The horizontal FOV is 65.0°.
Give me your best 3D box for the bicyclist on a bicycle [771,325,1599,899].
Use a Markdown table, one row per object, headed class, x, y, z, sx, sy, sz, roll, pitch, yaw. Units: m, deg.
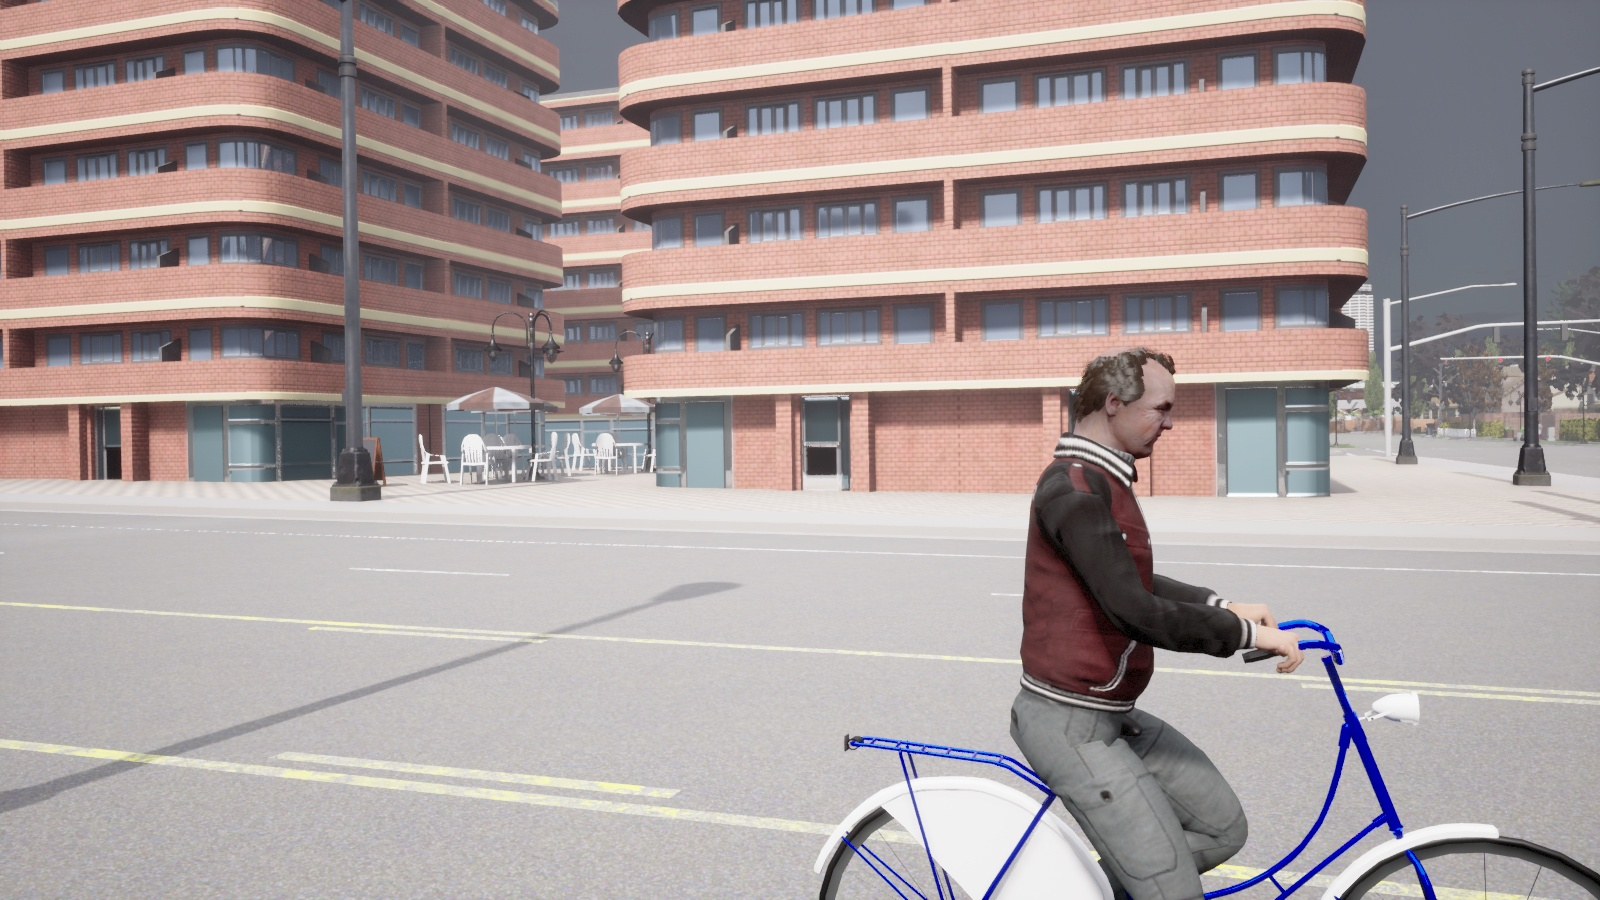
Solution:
| class | x | y | z | sx | sy | sz | roll | pitch | yaw |
| --- | --- | --- | --- | --- | --- | --- | --- | --- | --- |
| bicyclist on a bicycle | 0.913 | 0.654 | 2.814 | 1.843 | 1.776 | 0.659 | 0 | 1 | 18 |
